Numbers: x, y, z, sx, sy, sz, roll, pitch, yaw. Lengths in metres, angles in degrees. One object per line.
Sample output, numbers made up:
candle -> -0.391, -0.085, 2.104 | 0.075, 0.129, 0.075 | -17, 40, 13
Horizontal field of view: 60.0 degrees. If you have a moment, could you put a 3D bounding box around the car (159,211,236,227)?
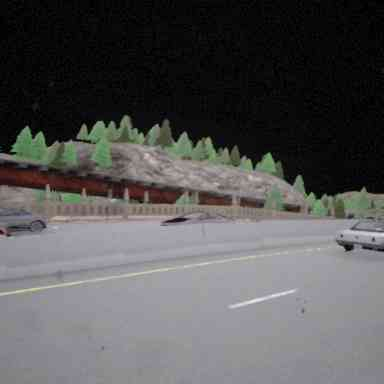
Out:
car -> 0.359, 1.671, 17.063 | 4.181, 1.385, 1.994 | 2, -1, -35

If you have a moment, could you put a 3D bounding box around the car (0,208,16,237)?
car -> -10.013, 1.563, 14.033 | 4.181, 1.385, 1.994 | 0, 0, -35

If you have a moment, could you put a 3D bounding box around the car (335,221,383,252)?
car -> 8.047, 1.848, 13.771 | 4.718, 1.301, 1.895 | 3, -2, -35

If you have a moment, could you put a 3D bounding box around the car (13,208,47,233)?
car -> -10.198, 1.574, 18.193 | 4.181, 1.385, 1.994 | 0, 0, -35
